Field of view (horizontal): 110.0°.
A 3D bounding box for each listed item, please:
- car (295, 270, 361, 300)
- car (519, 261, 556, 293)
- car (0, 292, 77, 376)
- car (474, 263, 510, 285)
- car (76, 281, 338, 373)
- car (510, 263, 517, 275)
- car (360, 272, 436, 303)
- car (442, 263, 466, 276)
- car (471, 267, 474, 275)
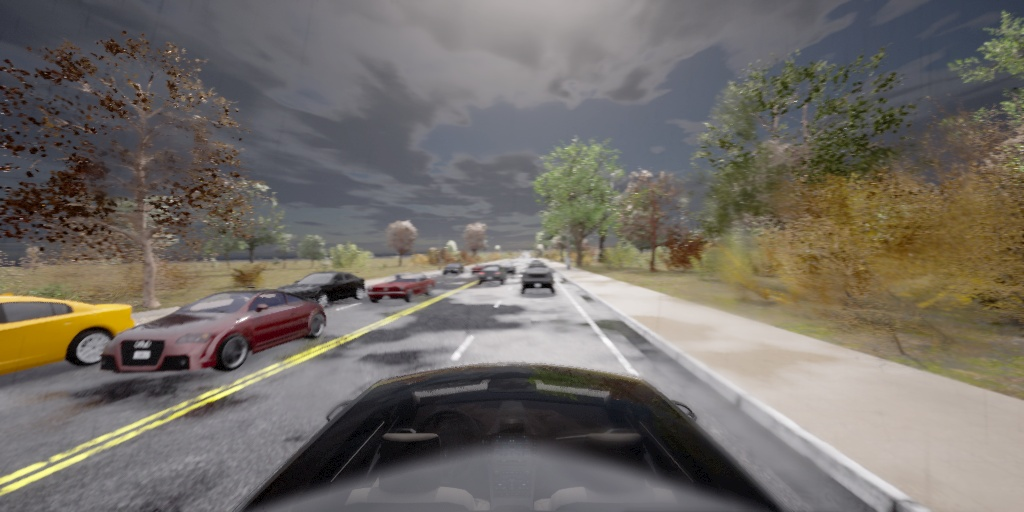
[{"bbox_3d":[-8.724,1.464,16.785,1.882,1.535,5.008,-1,0,4],"label":"car"},{"bbox_3d":[1.494,1.272,20.993,1.837,1.490,4.892,-1,0,4],"label":"car"},{"bbox_3d":[-9.467,1.452,5.879,1.882,1.535,5.008,-1,0,4],"label":"car"},{"bbox_3d":[-1.421,1.373,27.459,1.812,1.442,4.674,-1,0,4],"label":"car"},{"bbox_3d":[-6.060,1.467,7.978,1.994,1.385,4.181,-1,0,4],"label":"car"},{"bbox_3d":[-0.502,1.453,40.678,1.895,1.301,4.718,-1,0,4],"label":"car"},{"bbox_3d":[-5.377,1.515,17.936,1.895,1.301,4.718,-1,0,4],"label":"car"},{"bbox_3d":[-6.892,1.560,43.118,2.033,1.411,5.357,-1,0,4],"label":"car"},{"bbox_3d":[-3.651,1.540,42.871,1.895,1.301,4.718,-1,0,4],"label":"car"}]
